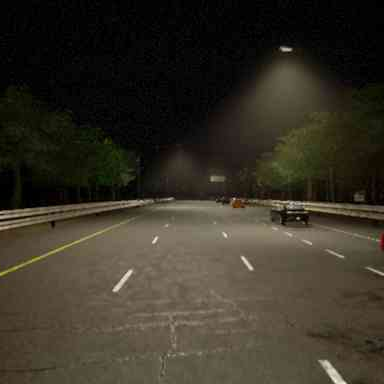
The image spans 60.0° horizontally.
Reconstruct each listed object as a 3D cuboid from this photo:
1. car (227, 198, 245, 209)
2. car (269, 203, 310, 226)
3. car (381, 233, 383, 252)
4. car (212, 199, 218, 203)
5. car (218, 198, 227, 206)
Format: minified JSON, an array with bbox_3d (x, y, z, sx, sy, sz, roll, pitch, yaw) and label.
[{"bbox_3d":[7.111,1.870,52.531,1.882,1.535,5.008,0,-1,0],"label":"car"},{"bbox_3d":[7.014,1.579,24.339,2.128,1.511,4.902,0,0,0],"label":"car"},{"bbox_3d":[6.997,1.233,8.040,2.150,2.045,5.566,0,0,0],"label":"car"},{"bbox_3d":[7.389,2.464,91.625,1.895,1.301,4.718,0,-1,1],"label":"car"},{"bbox_3d":[7.219,2.097,70.586,1.837,1.490,4.892,0,-1,0],"label":"car"}]
